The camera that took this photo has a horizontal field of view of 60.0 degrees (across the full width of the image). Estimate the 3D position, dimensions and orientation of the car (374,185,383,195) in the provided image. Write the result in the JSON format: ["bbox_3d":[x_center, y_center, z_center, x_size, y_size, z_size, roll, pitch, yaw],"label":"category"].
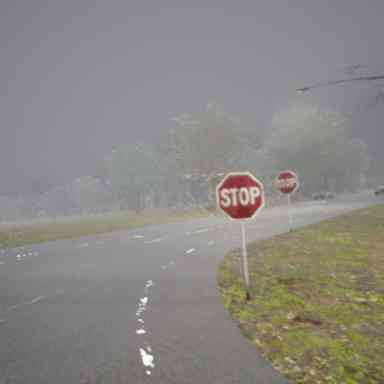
[{"bbox_3d":[29.890,-0.288,52.187,1.895,1.301,4.718,-7,-2,33],"label":"car"}]

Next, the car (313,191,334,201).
[{"bbox_3d":[19.660,0.604,49.804,1.895,1.301,4.718,-7,-2,38],"label":"car"}]
